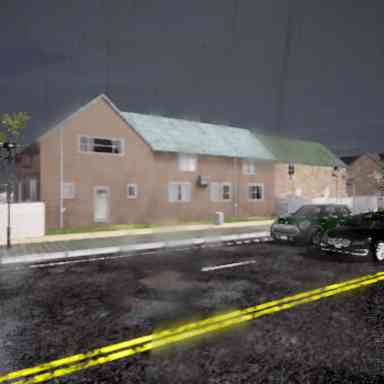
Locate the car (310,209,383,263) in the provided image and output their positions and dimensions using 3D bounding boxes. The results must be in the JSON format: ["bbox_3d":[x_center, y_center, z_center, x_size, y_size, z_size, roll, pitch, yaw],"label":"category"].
[{"bbox_3d":[6.713,1.503,12.134,4.892,1.490,1.837,0,0,-34],"label":"car"}]

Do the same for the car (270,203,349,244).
[{"bbox_3d":[5.747,1.350,15.414,4.553,1.767,2.097,0,0,-35],"label":"car"}]
